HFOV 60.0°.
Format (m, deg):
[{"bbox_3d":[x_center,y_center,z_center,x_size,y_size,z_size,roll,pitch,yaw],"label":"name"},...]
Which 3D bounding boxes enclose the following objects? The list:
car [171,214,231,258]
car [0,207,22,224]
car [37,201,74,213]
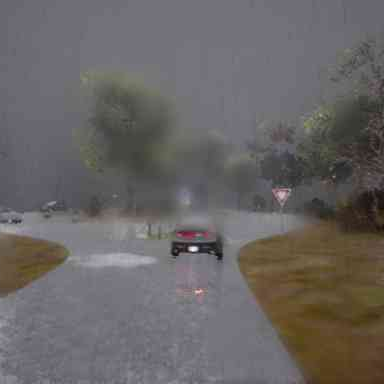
[{"bbox_3d":[0.422,1.645,13.370,1.837,1.490,4.892,0,0,9],"label":"car"},{"bbox_3d":[-15.122,1.874,26.288,4.718,1.301,1.895,-1,-1,44],"label":"car"},{"bbox_3d":[-17.744,1.957,43.423,1.837,1.490,4.892,-1,-1,32],"label":"car"}]
